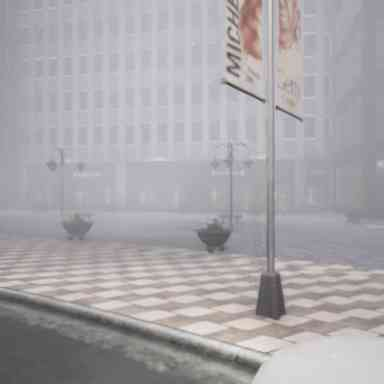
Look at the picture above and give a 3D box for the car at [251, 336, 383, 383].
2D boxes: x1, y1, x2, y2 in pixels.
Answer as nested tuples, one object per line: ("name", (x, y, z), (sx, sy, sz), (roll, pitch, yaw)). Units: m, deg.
("car", (2.489, 1.518, 1.533), (4.674, 1.442, 1.812), (0, 0, 37))
